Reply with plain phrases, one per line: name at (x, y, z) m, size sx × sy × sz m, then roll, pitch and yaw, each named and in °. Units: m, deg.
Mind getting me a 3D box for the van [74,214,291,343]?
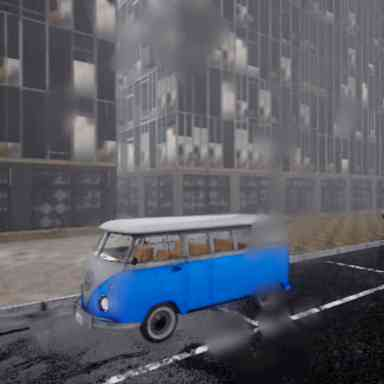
van at (0.046, 1.334, 6.128) m, size 3.998 × 1.788 × 1.690 m, roll 0°, pitch 0°, yaw -36°
